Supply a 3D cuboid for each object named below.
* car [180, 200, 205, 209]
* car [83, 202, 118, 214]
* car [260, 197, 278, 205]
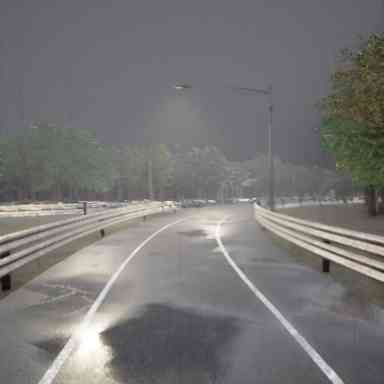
[{"bbox_3d":[0.084,1.889,50.841,1.994,1.385,4.181,-1,-1,42],"label":"car"},{"bbox_3d":[-10.630,1.845,38.957,1.994,1.385,4.181,-2,-1,42],"label":"car"},{"bbox_3d":[15.882,1.802,68.378,2.097,1.767,4.553,-2,-1,42],"label":"car"}]
